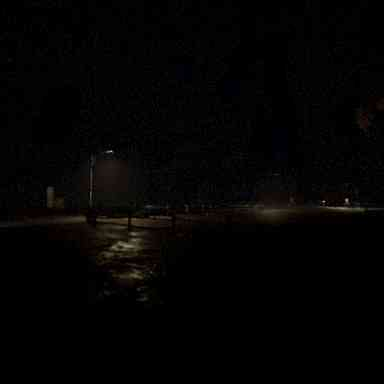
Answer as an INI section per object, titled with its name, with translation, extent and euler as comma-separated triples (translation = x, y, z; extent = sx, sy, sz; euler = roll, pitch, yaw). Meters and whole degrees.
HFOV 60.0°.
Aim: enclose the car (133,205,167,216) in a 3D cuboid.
[car]
translation = -5.192, 2.360, 43.499
extent = 2.033, 1.411, 5.357
euler = -1, -2, 35
